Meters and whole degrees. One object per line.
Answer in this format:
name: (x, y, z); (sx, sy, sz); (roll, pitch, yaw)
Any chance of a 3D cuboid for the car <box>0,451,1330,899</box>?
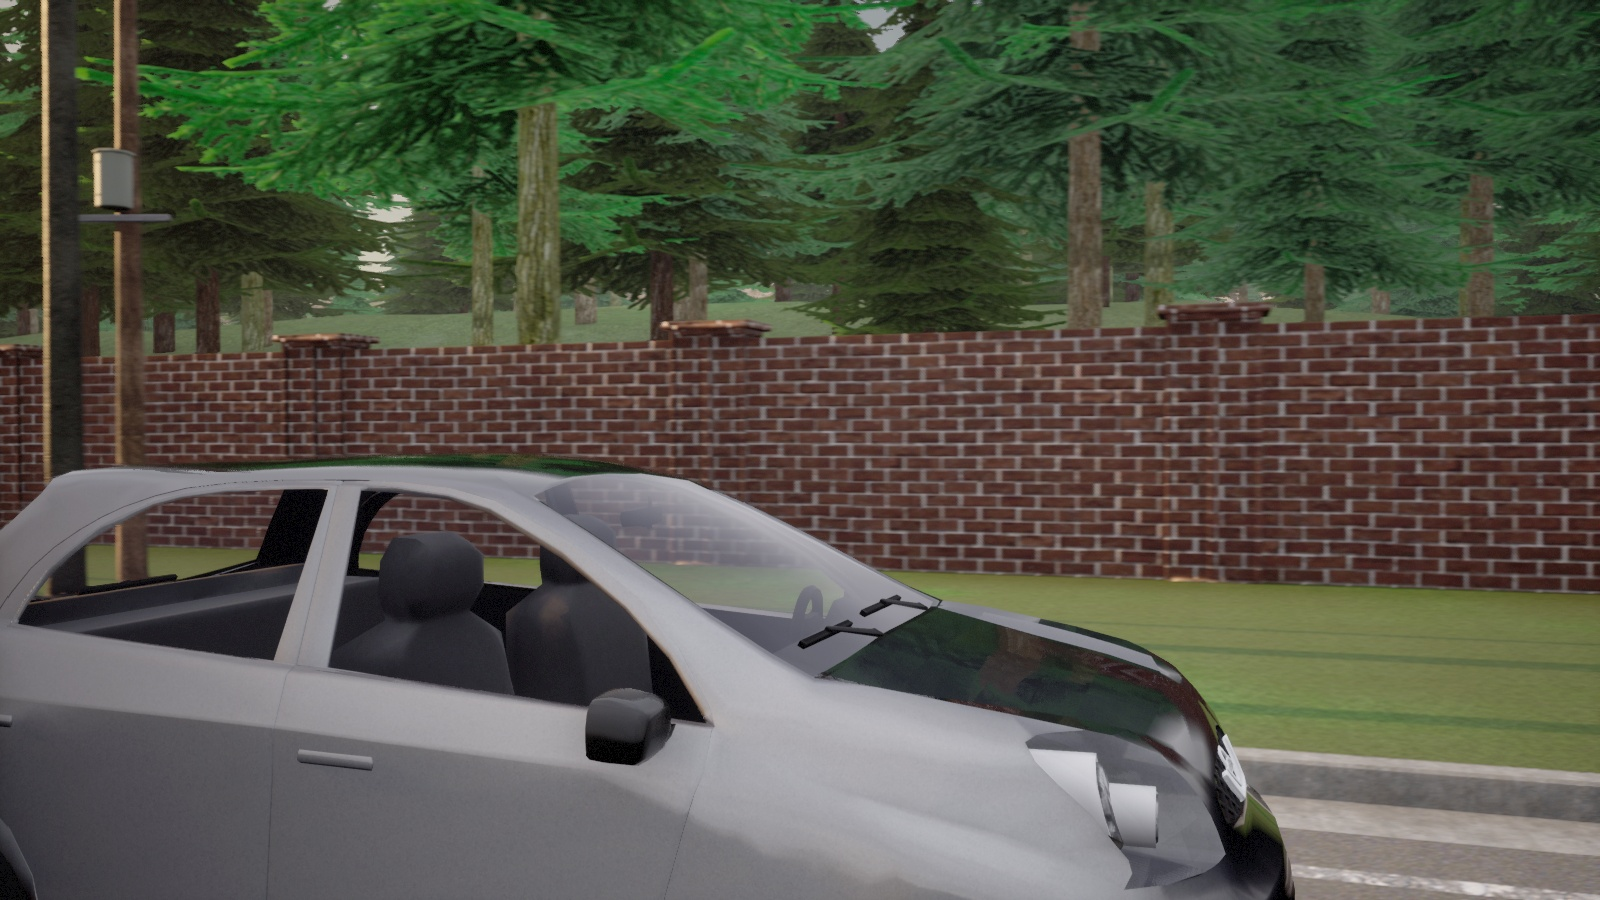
car: (-0.613, 0.784, 3.400); (3.633, 1.501, 1.845); (1, 1, 19)
